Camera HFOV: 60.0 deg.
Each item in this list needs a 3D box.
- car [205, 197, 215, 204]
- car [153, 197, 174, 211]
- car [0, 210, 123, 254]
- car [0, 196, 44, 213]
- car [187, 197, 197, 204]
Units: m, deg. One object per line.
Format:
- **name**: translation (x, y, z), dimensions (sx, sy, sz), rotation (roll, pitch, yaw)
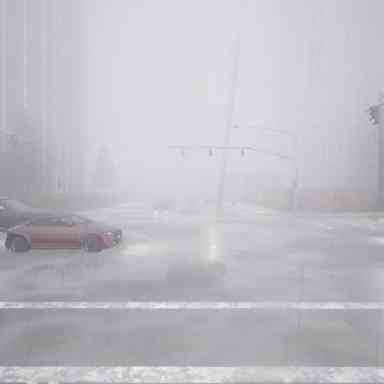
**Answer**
- **car**: translation (3.519, 1.601, 65.002), dimensions (1.895, 1.301, 4.718), rotation (0, 0, 0)
- **car**: translation (-3.587, 1.564, 40.774), dimensions (1.994, 1.385, 4.181), rotation (0, 0, 0)
- **car**: translation (-4.863, 1.564, 12.977), dimensions (4.181, 1.385, 1.994), rotation (0, 0, -1)
- **car**: translation (-9.557, 1.223, 16.405), dimensions (5.566, 2.045, 2.150), rotation (0, 0, -1)
- **car**: translation (0.019, 1.564, 64.973), dimensions (1.994, 1.385, 4.181), rotation (0, 0, 0)
